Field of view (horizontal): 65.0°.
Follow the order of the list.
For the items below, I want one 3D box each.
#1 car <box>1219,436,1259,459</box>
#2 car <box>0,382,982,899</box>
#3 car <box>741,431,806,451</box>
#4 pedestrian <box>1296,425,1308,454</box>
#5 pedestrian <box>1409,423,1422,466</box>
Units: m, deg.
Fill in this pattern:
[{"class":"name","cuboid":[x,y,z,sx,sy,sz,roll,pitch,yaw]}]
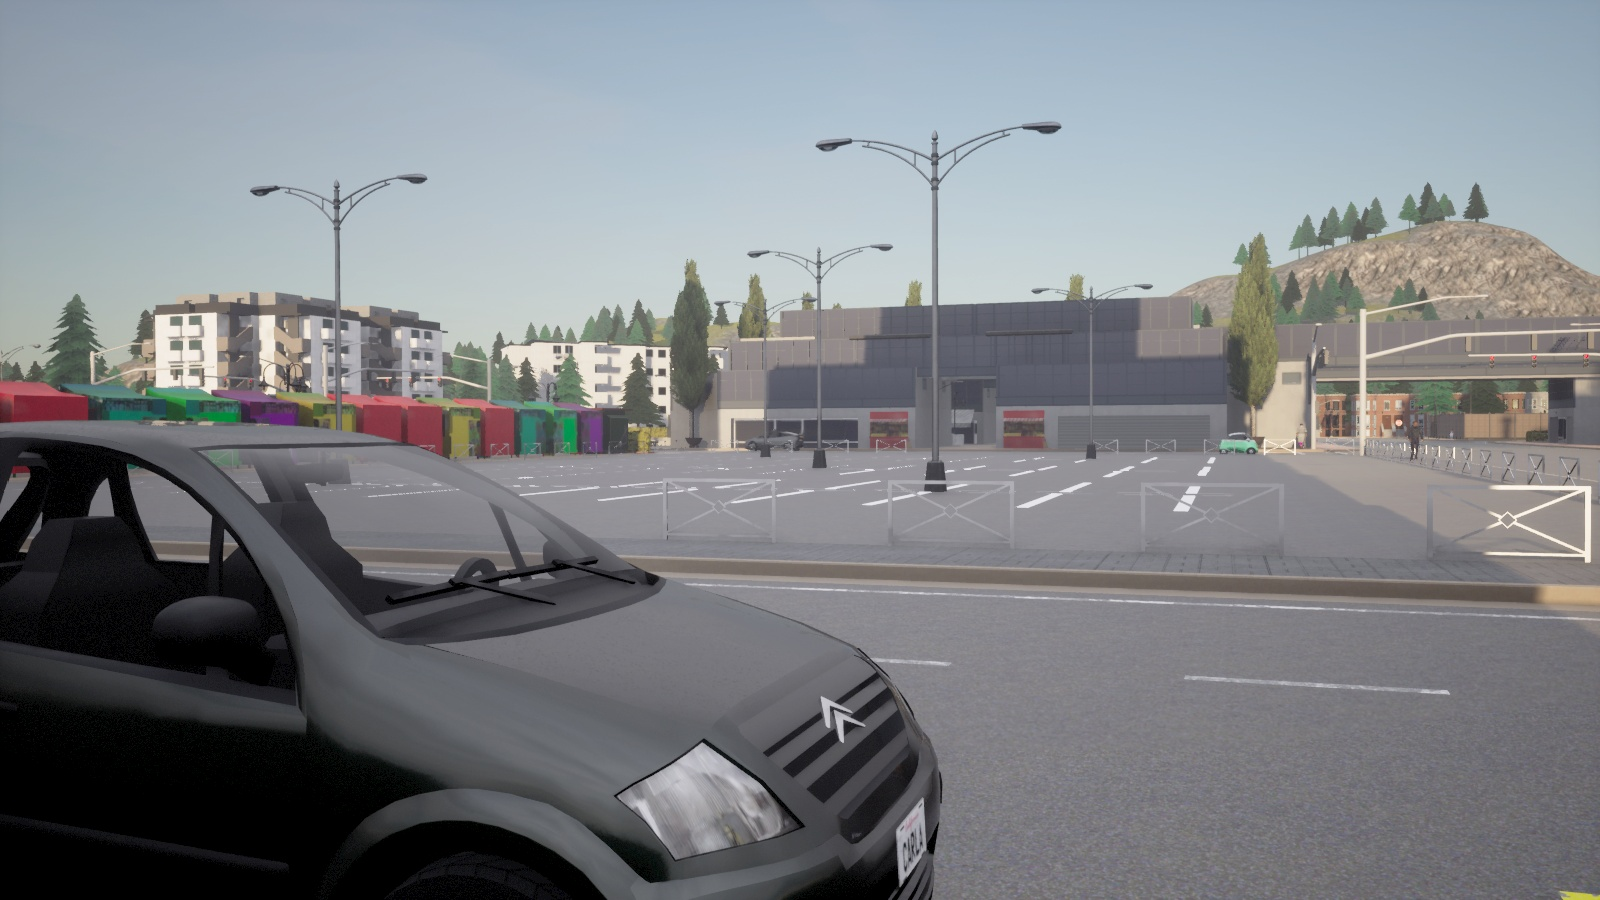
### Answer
[{"class":"car","cuboid":[25.909,-0.153,74.125,2.207,1.376,1.481,0,1,20]},{"class":"car","cuboid":[-1.613,0.659,3.733,3.988,1.617,1.851,1,1,19]},{"class":"car","cuboid":[-2.027,-0.711,95.665,4.514,1.525,2.007,1,1,20]},{"class":"pedestrian","cuboid":[34.932,-0.729,87.448,0.659,1.952,0.873,0,1,15]},{"class":"pedestrian","cuboid":[27.822,-0.264,56.781,0.423,1.949,0.788,1,1,18]}]
